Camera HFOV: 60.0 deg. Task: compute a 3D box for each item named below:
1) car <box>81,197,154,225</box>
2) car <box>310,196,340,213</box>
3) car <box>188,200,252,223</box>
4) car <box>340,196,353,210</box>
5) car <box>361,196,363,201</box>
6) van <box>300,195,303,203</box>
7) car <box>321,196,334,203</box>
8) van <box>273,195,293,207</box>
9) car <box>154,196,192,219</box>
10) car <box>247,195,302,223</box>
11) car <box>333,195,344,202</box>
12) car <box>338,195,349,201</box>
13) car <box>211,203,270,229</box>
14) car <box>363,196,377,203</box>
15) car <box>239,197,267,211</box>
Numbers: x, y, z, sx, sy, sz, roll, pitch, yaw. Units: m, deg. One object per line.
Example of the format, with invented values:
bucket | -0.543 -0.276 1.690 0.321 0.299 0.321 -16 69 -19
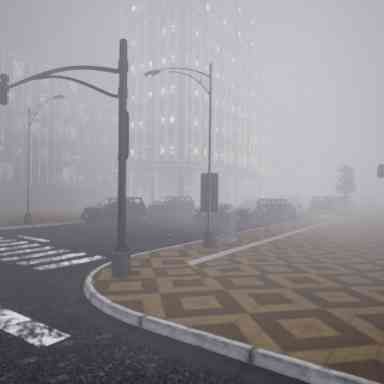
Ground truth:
car | -5.419 1.269 23.775 2.192 1.841 5.009 1 0 35
car | 15.385 1.424 39.164 2.192 1.841 5.009 1 0 35
car | 2.280 1.592 25.223 2.033 1.411 5.357 1 1 35
car | 20.374 1.434 46.286 2.192 1.841 5.009 1 1 35
car | 44.102 1.651 84.162 2.128 1.511 4.902 1 1 35
van | 17.158 1.346 55.370 1.690 1.788 3.998 1 1 35
car | 29.996 1.611 73.469 1.802 1.307 4.206 1 1 35
van | 13.948 1.339 50.846 1.690 1.788 3.998 1 1 35
car | -1.755 1.278 28.939 2.192 1.841 5.009 1 0 35
car | 6.797 1.406 26.927 2.192 1.841 5.009 1 0 35
car | 36.319 1.565 82.378 1.752 1.417 4.829 1 1 35
car | 39.612 1.618 87.020 1.947 1.339 4.313 1 1 35
car | 3.299 1.665 22.004 1.802 1.307 4.206 1 0 35
car | 39.634 1.595 73.433 1.967 1.590 4.097 1 1 35
car | 7.769 1.425 42.252 1.967 1.590 4.097 1 0 35
